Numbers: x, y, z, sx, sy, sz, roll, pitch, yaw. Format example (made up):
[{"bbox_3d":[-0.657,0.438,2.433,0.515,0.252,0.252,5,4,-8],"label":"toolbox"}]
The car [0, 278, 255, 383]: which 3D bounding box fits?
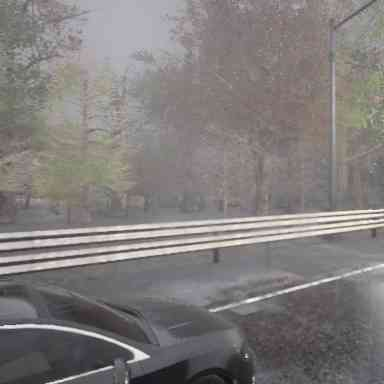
[{"bbox_3d":[-1.622,1.505,2.588,4.892,1.490,1.837,0,0,-36],"label":"car"}]
